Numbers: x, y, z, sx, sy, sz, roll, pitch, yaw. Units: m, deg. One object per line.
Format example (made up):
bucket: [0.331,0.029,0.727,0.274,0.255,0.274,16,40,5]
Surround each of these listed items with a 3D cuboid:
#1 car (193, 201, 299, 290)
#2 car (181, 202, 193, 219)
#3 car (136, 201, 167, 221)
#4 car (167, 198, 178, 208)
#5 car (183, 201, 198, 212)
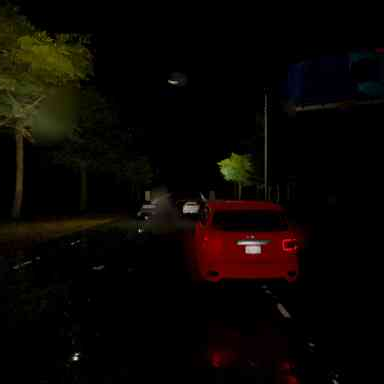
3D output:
car: [1.195,1.243,9.235,2.150,2.045,5.566,0,0,0]
car: [-0.048,1.833,36.210,1.812,1.442,4.674,0,-1,0]
car: [-3.699,1.762,29.768,2.033,1.411,5.357,0,-1,0]
car: [-3.704,2.010,62.181,2.097,1.767,4.553,0,0,0]
car: [-0.134,2.010,45.871,1.994,1.385,4.181,0,-1,1]
